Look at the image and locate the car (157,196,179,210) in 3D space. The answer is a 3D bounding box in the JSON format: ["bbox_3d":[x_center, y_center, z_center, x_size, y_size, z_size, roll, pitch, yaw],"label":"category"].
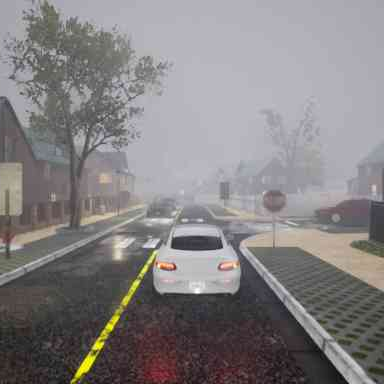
[{"bbox_3d":[-2.840,1.493,40.005,1.812,1.442,4.674,0,0,0],"label":"car"}]

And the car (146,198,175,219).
[{"bbox_3d":[-2.821,1.541,29.130,1.994,1.385,4.181,0,0,0],"label":"car"}]

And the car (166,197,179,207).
[{"bbox_3d":[-3.107,1.528,52.149,1.994,1.385,4.181,0,0,-4],"label":"car"}]

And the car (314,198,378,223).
[{"bbox_3d":[10.616,1.179,21.988,5.008,1.535,1.882,-1,0,-3],"label":"car"}]

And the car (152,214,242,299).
[{"bbox_3d":[0.107,1.522,8.300,1.812,1.442,4.674,0,0,0],"label":"car"}]

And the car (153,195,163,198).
[{"bbox_3d":[-6.481,1.341,67.292,2.097,1.767,4.553,0,0,-24],"label":"car"}]
